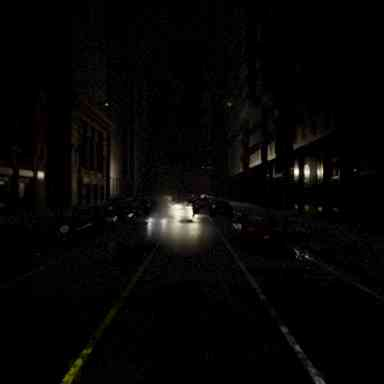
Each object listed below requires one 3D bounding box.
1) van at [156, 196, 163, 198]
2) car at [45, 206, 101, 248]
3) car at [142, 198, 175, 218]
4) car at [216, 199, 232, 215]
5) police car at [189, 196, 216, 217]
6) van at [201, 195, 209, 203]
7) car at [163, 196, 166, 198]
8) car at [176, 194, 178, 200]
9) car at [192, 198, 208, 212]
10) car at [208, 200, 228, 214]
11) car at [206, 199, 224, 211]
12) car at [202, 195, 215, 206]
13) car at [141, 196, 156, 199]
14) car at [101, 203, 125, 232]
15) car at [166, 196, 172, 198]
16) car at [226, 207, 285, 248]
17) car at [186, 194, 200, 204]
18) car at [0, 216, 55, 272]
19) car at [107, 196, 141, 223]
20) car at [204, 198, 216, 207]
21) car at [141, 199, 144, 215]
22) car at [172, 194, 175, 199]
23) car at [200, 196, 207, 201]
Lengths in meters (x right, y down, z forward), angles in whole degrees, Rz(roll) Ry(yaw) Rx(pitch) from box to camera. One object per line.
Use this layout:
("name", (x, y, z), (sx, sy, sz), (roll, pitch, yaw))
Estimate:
("van", (-5.642, 1.423, 48.363), (1.690, 1.788, 3.998), (0, 0, 0))
("car", (-5.723, 1.464, 14.753), (1.967, 1.590, 4.097), (0, 0, 0))
("car", (-3.024, 1.597, 30.991), (2.033, 1.411, 5.357), (0, 0, 0))
("car", (2.842, 1.615, 31.550), (1.947, 1.339, 4.313), (0, 0, 0))
("police car", (0.936, 1.475, 31.513), (1.930, 1.638, 5.238), (0, 0, 0))
("van", (2.950, 1.483, 76.367), (1.690, 1.788, 3.998), (0, 0, 0))
("car", (-5.629, 1.619, 53.794), (1.752, 1.417, 4.829), (0, 0, 0))
("car", (-5.549, 1.735, 87.575), (1.947, 1.339, 4.313), (0, 0, 0))
("car", (0.941, 1.573, 41.406), (1.837, 1.490, 4.892), (0, 0, 0))
("car", (2.855, 1.625, 37.152), (1.947, 1.339, 4.313), (0, 0, 0))
("car", (2.869, 1.620, 42.754), (2.008, 1.369, 4.403), (0, 0, 0))
("car", (2.910, 1.419, 59.561), (2.192, 1.841, 5.009), (0, 0, 0))
("car", (-5.669, 1.375, 37.160), (2.192, 1.841, 5.009), (0, 0, 0))
("car", (-5.710, 1.598, 20.354), (1.947, 1.339, 4.313), (0, 0, 0))
("car", (-5.602, 1.558, 65.169), (1.967, 1.590, 4.097), (0, 0, 0))
("car", (2.802, 1.567, 14.744), (1.887, 1.381, 4.507), (0, 0, 0))
("car", (0.161, 1.619, 66.188), (1.837, 1.490, 4.892), (0, 0, 0))
("car", (-5.737, 1.581, 9.151), (1.947, 1.339, 4.313), (0, 0, 0))
("car", (-5.696, 1.356, 25.957), (2.192, 1.841, 5.009), (0, 0, 0))
("car", (2.896, 1.674, 53.958), (1.802, 1.307, 4.206), (0, 0, 0))
("car", (-5.683, 1.632, 31.558), (1.802, 1.307, 4.206), (0, 0, 0))
("car", (-5.575, 1.584, 76.372), (1.967, 1.590, 4.097), (0, 0, 0))
("car", (2.976, 1.750, 87.571), (1.802, 1.307, 4.206), (0, 0, 0))
